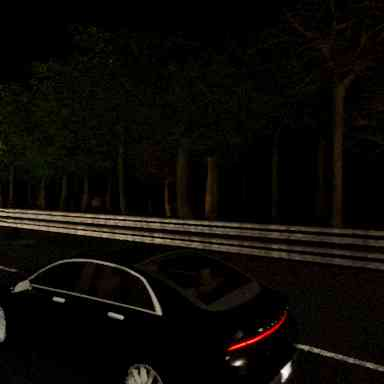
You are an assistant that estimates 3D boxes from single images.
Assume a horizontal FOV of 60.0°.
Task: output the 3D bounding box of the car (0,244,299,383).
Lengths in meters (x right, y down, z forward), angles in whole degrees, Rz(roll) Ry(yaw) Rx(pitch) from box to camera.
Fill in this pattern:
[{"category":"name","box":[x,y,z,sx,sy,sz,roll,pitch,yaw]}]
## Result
[{"category":"car","box":[-1.054,1.505,4.660,4.892,1.490,1.837,0,0,35]}]
